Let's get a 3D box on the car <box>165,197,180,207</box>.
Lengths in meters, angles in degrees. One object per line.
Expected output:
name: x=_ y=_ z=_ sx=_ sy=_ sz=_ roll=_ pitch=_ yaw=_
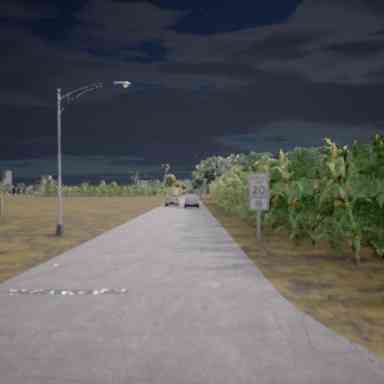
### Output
car: x=-2.790 y=1.368 z=47.608 sx=1.994 sy=1.385 sz=4.181 roll=0 pitch=0 yaw=0

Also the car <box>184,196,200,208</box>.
car: x=-0.036 y=1.365 z=43.439 sx=1.994 sy=1.385 sz=4.181 roll=0 pitch=0 yaw=0

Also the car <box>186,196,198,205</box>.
car: x=-0.044 y=1.359 z=53.475 sx=1.895 sy=1.301 sz=4.718 roll=0 pitch=0 yaw=0
